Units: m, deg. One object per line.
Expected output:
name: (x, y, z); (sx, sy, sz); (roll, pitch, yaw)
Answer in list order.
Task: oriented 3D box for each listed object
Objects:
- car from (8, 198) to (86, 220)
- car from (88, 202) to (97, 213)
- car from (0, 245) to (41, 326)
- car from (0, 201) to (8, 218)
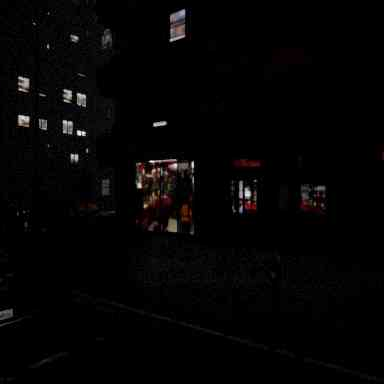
car: (-11.109, 1.283, 25.834); (1.837, 1.490, 4.892); (0, 1, 35)
car: (-10.987, 1.250, 30.516); (1.752, 1.417, 4.829); (1, 1, 35)
car: (-4.505, 1.551, 6.083); (4.403, 1.369, 2.008); (0, 0, 35)
car: (-14.075, 1.350, 26.090); (2.008, 1.369, 4.403); (1, 1, 35)
